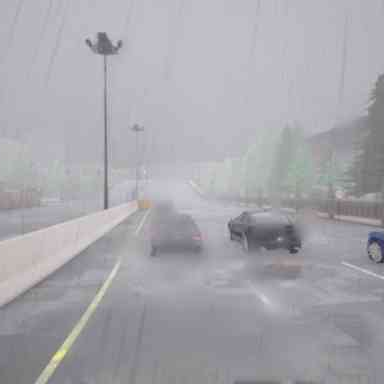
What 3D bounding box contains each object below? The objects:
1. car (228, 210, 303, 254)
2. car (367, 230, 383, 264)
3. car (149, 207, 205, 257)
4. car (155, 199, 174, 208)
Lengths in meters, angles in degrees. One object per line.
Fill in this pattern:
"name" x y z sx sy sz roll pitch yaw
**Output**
"car" 2.754 1.463 13.569 1.882 1.535 5.008 0 0 -5
"car" 6.672 1.428 8.672 1.882 1.535 5.008 0 0 -4
"car" -0.673 1.561 12.988 2.033 1.411 5.357 0 0 -6
"car" -3.097 1.526 37.528 1.882 1.535 5.008 0 0 -6
